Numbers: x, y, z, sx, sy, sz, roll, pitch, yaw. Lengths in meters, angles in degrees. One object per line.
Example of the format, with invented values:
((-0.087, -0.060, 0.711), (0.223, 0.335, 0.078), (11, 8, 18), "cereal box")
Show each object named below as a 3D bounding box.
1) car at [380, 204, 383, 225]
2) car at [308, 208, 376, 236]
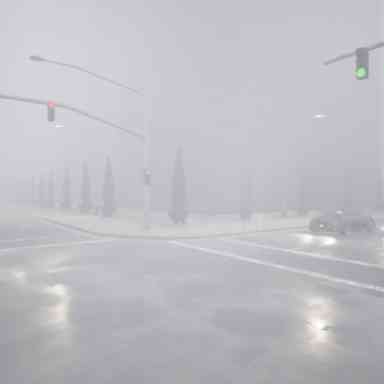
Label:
((15.457, 1.548, 23.633), (4.674, 1.442, 1.812), (0, 0, -35), "car")
((8.418, 1.589, 18.615), (4.181, 1.385, 1.994), (0, 0, -36), "car")
